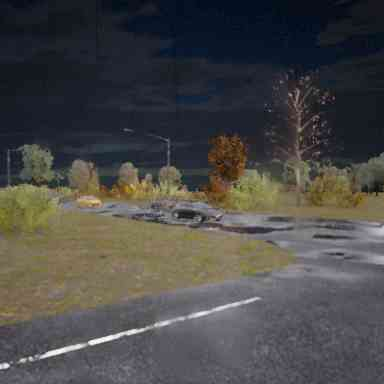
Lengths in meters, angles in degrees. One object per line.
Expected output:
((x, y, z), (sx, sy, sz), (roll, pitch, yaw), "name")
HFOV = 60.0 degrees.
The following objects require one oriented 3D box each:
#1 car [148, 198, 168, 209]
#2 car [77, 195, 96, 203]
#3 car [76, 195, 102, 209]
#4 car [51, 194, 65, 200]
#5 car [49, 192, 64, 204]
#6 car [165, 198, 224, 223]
((-3.773, 1.410, 41.800), (1.994, 1.385, 4.181), (0, 0, -37), "car")
((-20.128, 1.303, 63.307), (1.895, 1.301, 4.718), (0, 0, -37), "car")
((-13.255, 1.304, 42.710), (1.882, 1.535, 5.008), (0, 0, -37), "car")
((-31.734, 1.133, 78.568), (1.994, 1.385, 4.181), (0, 0, -37), "car")
((-23.843, 0.971, 56.724), (2.150, 2.045, 5.566), (-1, 1, -35), "car")
((0.299, 1.441, 24.887), (1.837, 1.490, 4.892), (0, 0, -37), "car")
